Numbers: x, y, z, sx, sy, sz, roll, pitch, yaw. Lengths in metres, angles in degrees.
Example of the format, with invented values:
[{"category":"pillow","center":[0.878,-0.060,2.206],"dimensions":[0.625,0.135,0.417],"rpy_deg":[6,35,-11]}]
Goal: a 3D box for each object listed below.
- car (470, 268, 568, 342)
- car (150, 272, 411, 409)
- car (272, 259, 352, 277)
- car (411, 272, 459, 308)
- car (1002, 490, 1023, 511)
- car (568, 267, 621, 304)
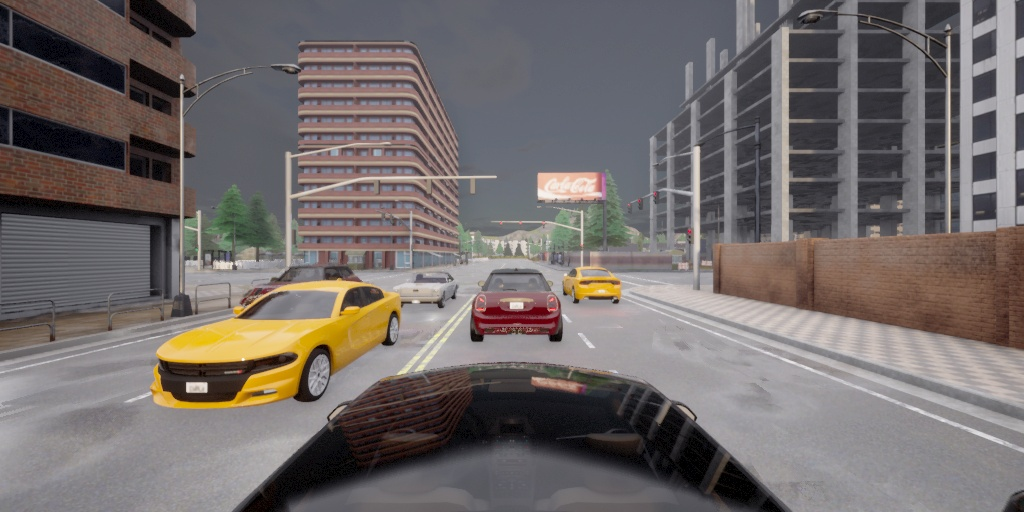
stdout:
[{"category":"car","center":[0.100,1.102,9.943],"dimensions":[2.097,1.767,4.553],"rpy_deg":[0,0,0]},{"category":"car","center":[-3.577,1.228,6.587],"dimensions":[1.882,1.535,5.008],"rpy_deg":[0,0,0]},{"category":"car","center":[-7.032,1.101,12.517],"dimensions":[2.097,1.767,4.553],"rpy_deg":[0,0,1]},{"category":"car","center":[-3.501,1.351,15.241],"dimensions":[1.895,1.301,4.718],"rpy_deg":[0,0,0]},{"category":"car","center":[3.589,1.314,0.122],"dimensions":[1.994,1.385,4.181],"rpy_deg":[0,0,0]},{"category":"car","center":[3.499,1.228,16.471],"dimensions":[1.882,1.535,5.008],"rpy_deg":[0,0,0]}]
